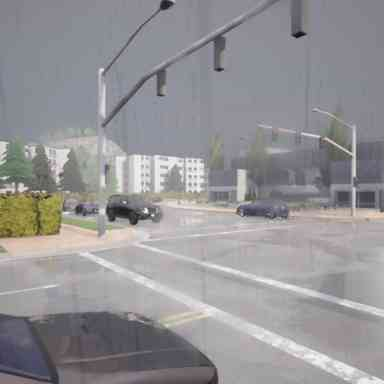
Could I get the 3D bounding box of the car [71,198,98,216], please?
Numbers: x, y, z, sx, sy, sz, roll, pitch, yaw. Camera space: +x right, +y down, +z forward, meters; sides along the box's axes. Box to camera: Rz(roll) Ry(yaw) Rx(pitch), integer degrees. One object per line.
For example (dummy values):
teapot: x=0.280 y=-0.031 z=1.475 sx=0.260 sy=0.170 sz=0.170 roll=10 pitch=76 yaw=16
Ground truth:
car: x=-9.923 y=1.563 z=32.145 sx=1.994 sy=1.385 sz=4.181 roll=0 pitch=0 yaw=-34

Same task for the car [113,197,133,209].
car: x=-9.863 y=1.490 z=47.347 sx=2.128 sy=1.511 sz=4.902 roll=0 pitch=0 yaw=-19

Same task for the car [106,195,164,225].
car: x=-4.385 y=1.221 z=24.540 sx=2.150 sy=2.045 sz=5.566 roll=0 pitch=0 yaw=-39

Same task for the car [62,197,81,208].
car: x=-17.810 y=1.491 z=49.333 sx=2.128 sy=1.511 sz=4.902 roll=0 pitch=0 yaw=-13

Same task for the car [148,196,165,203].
car: x=-7.535 y=1.554 z=70.634 sx=1.994 sy=1.385 sz=4.181 roll=0 pitch=0 yaw=17

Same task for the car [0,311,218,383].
car: x=-2.305 y=1.547 z=2.121 sx=5.357 sy=1.411 sz=2.033 roll=0 pitch=0 yaw=-35

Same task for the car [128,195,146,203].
car: x=-11.290 y=1.476 z=68.931 sx=1.882 sy=1.535 sz=5.008 roll=0 pitch=0 yaw=14

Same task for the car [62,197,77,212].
car: x=-14.395 y=1.525 z=39.718 sx=1.812 sy=1.442 sz=4.674 roll=0 pitch=0 yaw=-24

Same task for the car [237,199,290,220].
car: x=6.003 y=1.351 z=28.526 sx=2.097 sy=1.767 sz=4.553 roll=0 pitch=0 yaw=-41
